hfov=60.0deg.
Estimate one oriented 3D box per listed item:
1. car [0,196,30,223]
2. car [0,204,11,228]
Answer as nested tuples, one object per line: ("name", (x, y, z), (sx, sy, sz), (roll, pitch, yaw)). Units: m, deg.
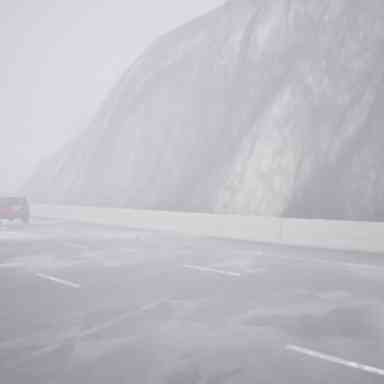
("car", (-14.330, 1.327, 25.498), (2.150, 2.045, 5.566), (0, 0, -45))
("car", (-12.547, 1.558, 19.043), (4.902, 1.511, 2.128), (0, 0, 43))
